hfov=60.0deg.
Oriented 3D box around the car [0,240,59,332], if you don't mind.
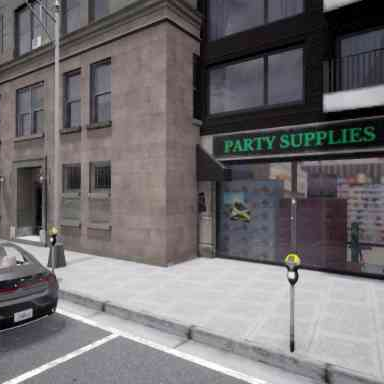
[{"bbox_3d":[-4.216,1.550,6.090,4.403,1.369,2.008,0,0,36],"label":"car"}]
